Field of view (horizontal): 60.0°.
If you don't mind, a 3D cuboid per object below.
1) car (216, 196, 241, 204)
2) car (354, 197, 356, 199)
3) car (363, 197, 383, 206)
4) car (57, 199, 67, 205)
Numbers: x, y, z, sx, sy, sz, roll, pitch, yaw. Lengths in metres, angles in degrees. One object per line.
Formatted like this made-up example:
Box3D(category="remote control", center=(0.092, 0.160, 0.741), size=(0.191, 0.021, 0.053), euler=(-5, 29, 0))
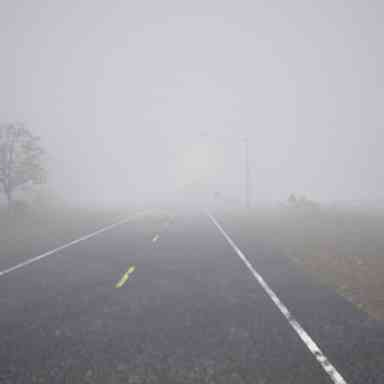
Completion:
Box3D(category="car", center=(7.149, 1.537, 64.774), size=(4.892, 1.490, 1.837), euler=(0, 0, -2))
Box3D(category="car", center=(32.523, 1.694, 65.520), size=(4.718, 1.301, 1.895), euler=(0, 0, -2))
Box3D(category="car", center=(33.156, 1.661, 58.523), size=(5.357, 1.411, 2.033), euler=(0, 0, -2))
Box3D(category="car", center=(-24.380, 1.442, 56.917), size=(5.357, 1.411, 2.033), euler=(0, 0, -2))
